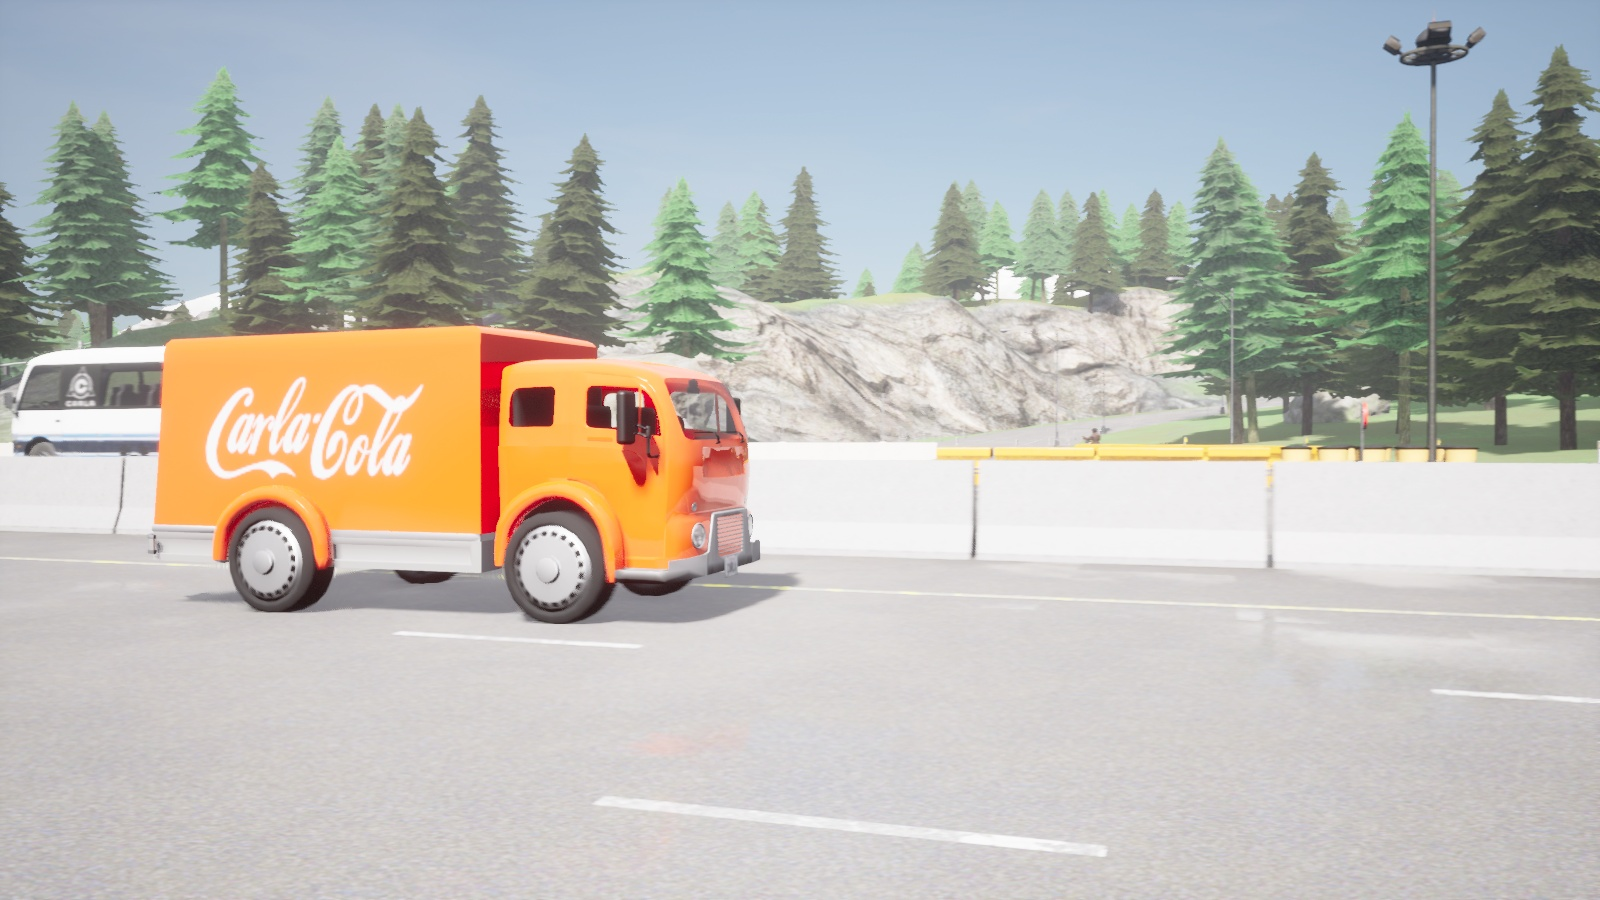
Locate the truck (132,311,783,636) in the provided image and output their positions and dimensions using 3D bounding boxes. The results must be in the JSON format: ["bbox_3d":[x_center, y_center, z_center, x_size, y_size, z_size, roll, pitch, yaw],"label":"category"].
[{"bbox_3d":[-3.055,0.143,11.599,5.204,2.467,2.627,1,1,19],"label":"truck"}]

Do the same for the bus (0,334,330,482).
[{"bbox_3d":[-20.395,-1.261,39.574,10.273,4.253,3.944,0,1,19],"label":"bus"}]
